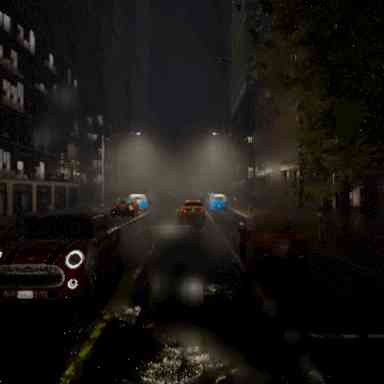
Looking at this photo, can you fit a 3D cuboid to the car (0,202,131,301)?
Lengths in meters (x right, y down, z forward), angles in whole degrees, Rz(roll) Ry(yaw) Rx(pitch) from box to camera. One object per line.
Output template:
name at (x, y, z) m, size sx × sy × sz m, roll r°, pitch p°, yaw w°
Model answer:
car at (-3.103, 1.312, 8.437) m, size 2.097 × 1.767 × 4.553 m, roll 0°, pitch 0°, yaw 0°

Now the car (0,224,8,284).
car at (-5.684, 1.537, 6.236) m, size 1.947 × 1.339 × 4.313 m, roll 1°, pitch 0°, yaw 0°

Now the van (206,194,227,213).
van at (2.694, 1.162, 34.587) m, size 1.690 × 1.788 × 3.998 m, roll 1°, pitch 0°, yaw 0°

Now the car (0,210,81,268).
car at (-5.685, 1.488, 11.911) m, size 1.887 × 1.381 × 4.507 m, roll 1°, pitch 0°, yaw 0°

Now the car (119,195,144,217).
car at (-5.687, 1.293, 28.937) m, size 1.967 × 1.590 × 4.097 m, roll 1°, pitch 0°, yaw 0°

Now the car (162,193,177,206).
car at (-3.096, 1.286, 48.813) m, size 2.033 × 1.411 × 5.357 m, roll 0°, pitch 0°, yaw 0°

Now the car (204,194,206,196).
car at (2.690, 1.340, 40.262) m, size 2.008 × 1.369 × 4.403 m, roll 1°, pitch 0°, yaw 0°

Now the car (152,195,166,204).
car at (-5.693, 1.232, 57.314) m, size 1.887 × 1.381 × 4.507 m, roll 1°, pitch 0°, yaw 0°

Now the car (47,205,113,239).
car at (-5.686, 1.465, 17.588) m, size 2.008 × 1.369 × 4.403 m, roll 1°, pitch 0°, yaw 0°

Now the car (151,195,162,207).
car at (-5.692, 1.322, 45.963) m, size 1.947 × 1.339 × 4.313 m, roll 1°, pitch 0°, yaw 0°

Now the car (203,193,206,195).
car at (2.688, 1.288, 51.610) m, size 1.947 × 1.339 × 4.313 m, roll 1°, pitch 0°, yaw 0°

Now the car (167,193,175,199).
car at (-5.699, 1.030, 90.215) m, size 1.947 × 1.339 × 4.313 m, roll 1°, pitch 0°, yaw 0°

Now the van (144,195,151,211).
van at (-5.687, 1.162, 34.612) m, size 1.690 × 1.788 × 3.998 m, roll 1°, pitch 0°, yaw 0°

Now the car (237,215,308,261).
car at (2.696, 1.488, 11.889) m, size 1.887 × 1.381 × 4.507 m, roll 1°, pitch 0°, yaw 0°

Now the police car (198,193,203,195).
police car at (0.084, 1.276, 43.198) m, size 2.038 × 1.542 × 4.974 m, roll 0°, pitch 0°, yaw 0°

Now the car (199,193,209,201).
car at (2.686, 1.022, 73.463) m, size 1.967 × 1.590 × 4.097 m, roll 1°, pitch 0°, yaw 0°

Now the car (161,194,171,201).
car at (-5.697, 1.164, 73.493) m, size 1.802 × 1.307 × 4.206 m, roll 1°, pitch 0°, yaw 0°

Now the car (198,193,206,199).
car at (2.681, 1.015, 90.194) m, size 2.008 × 1.369 × 4.403 m, roll 1°, pitch 0°, yaw 0°

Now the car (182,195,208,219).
car at (0.095, 1.321, 27.024) m, size 1.801 × 1.575 × 5.366 m, roll 0°, pitch 0°, yaw 0°

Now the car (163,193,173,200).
car at (-5.696, 0.983, 79.065) m, size 1.967 × 1.590 × 4.097 m, roll 1°, pitch 0°, yaw 0°
